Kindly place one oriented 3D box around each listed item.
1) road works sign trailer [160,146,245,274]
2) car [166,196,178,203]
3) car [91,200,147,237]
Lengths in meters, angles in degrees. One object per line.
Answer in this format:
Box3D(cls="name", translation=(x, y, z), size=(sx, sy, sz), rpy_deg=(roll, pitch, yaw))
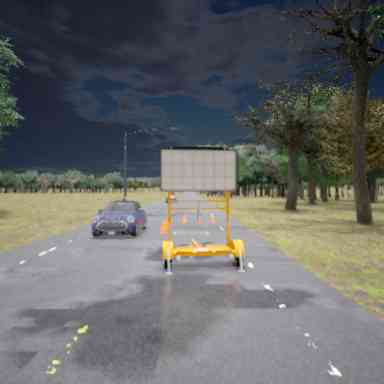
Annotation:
Box3D(cls="road works sign trailer", translation=(0.185, 0.393, 10.373), size=(2.380, 3.560, 2.880), rpy_deg=(0, 0, -8))
Box3D(cls="car", translation=(-3.611, 1.276, 59.073), size=(1.895, 1.301, 4.718), rpy_deg=(0, 0, 1))
Box3D(cls="car", translation=(-3.616, 1.237, 17.184), size=(2.097, 1.767, 4.553), rpy_deg=(0, 0, 0))
